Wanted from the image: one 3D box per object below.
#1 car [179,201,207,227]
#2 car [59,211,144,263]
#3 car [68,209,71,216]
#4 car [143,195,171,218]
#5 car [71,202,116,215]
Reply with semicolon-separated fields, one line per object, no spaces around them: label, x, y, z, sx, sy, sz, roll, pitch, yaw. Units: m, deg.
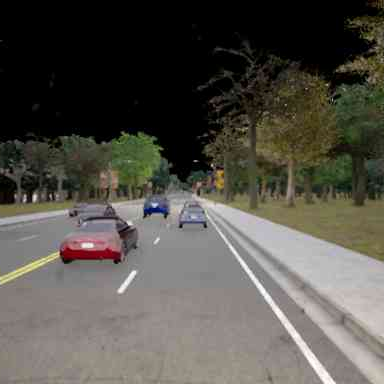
car;0.059;1.606;22.987;2.033;1.411;5.357;0;0;0
car;-3.161;1.594;12.068;1.994;1.385;4.181;0;0;0
car;-9.924;1.646;30.954;1.994;1.385;4.181;0;0;0
car;-3.230;1.304;31.204;2.150;2.045;5.566;0;0;0
car;-6.643;1.566;23.677;1.837;1.490;4.892;0;0;0
